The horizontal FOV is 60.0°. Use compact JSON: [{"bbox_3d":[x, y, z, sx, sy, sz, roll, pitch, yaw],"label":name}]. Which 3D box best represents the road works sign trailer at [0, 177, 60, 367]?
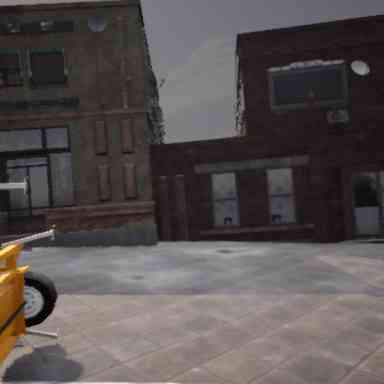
[{"bbox_3d":[-3.444,0.739,3.185,3.560,2.880,2.380,-1,5,-8],"label":"road works sign trailer"}]
